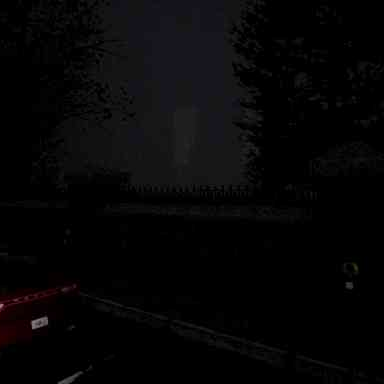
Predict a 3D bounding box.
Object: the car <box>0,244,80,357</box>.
[{"bbox_3d":[-3.768,1.544,5.576,4.507,1.381,1.887,0,0,36],"label":"car"}]
